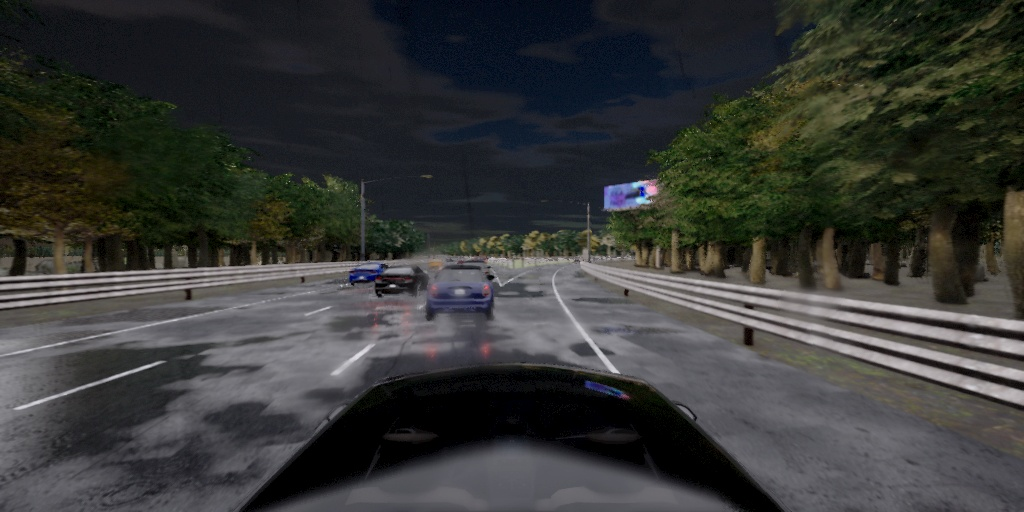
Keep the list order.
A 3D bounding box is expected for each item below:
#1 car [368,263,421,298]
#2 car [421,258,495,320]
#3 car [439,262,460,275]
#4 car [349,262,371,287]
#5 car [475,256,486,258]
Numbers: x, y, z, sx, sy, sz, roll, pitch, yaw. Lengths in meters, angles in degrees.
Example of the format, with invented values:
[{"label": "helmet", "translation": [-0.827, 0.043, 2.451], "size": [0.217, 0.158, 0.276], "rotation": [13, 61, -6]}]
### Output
[{"label": "car", "translation": [-5.503, 1.206, 18.463], "size": [1.882, 1.535, 5.008], "rotation": [0, 0, -4]}, {"label": "car", "translation": [-1.699, 1.092, 12.822], "size": [2.097, 1.767, 4.553], "rotation": [0, 0, -4]}, {"label": "car", "translation": [-7.040, 1.334, 40.577], "size": [1.895, 1.301, 4.718], "rotation": [0, 0, -4]}, {"label": "car", "translation": [-9.424, 1.193, 24.521], "size": [1.882, 1.535, 5.008], "rotation": [0, 0, -4]}, {"label": "car", "translation": [-2.493, 1.085, 24.292], "size": [2.097, 1.767, 4.553], "rotation": [0, 0, -4]}]
